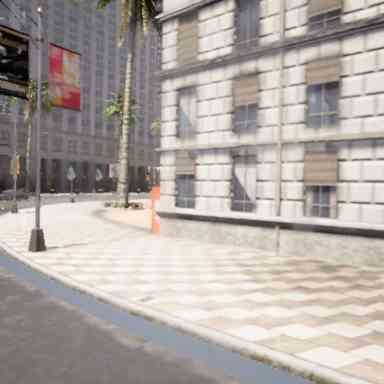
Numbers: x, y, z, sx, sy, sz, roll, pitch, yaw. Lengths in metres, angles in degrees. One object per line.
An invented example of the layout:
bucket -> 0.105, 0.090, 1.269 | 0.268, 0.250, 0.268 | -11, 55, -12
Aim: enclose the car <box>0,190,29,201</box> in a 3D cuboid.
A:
car -> -23.248, 0.388, 42.835 | 1.994, 1.385, 4.181 | 1, 1, 19
